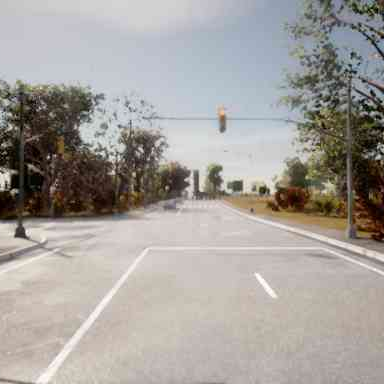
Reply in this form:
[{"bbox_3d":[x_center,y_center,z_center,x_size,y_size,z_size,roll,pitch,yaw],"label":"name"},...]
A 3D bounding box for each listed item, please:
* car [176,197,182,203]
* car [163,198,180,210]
[{"bbox_3d":[-3.249,1.939,78.650,2.033,1.411,5.357,0,0,1],"label":"car"},{"bbox_3d":[-3.506,2.180,53.434,1.994,1.385,4.181,0,1,0],"label":"car"}]
